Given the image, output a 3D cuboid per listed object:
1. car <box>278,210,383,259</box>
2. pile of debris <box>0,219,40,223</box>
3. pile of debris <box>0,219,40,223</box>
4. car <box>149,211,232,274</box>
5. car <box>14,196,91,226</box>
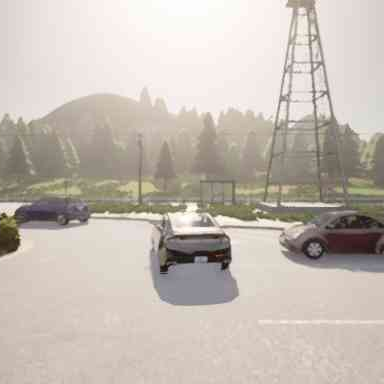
[{"bbox_3d":[4.924,1.333,10.985,3.905,1.438,1.784,0,1,0],"label":"car"},{"bbox_3d":[-10.834,1.820,20.927,1.860,0.140,1.500,0,1,0],"label":"pile of debris"},{"bbox_3d":[-10.834,1.820,20.927,1.860,0.140,1.500,0,1,0],"label":"pile of debris"},{"bbox_3d":[-0.204,1.319,10.095,2.128,1.511,4.902,0,1,-10],"label":"car"},{"bbox_3d":[-8.538,1.007,20.336,4.553,1.767,2.097,0,1,20],"label":"car"}]
